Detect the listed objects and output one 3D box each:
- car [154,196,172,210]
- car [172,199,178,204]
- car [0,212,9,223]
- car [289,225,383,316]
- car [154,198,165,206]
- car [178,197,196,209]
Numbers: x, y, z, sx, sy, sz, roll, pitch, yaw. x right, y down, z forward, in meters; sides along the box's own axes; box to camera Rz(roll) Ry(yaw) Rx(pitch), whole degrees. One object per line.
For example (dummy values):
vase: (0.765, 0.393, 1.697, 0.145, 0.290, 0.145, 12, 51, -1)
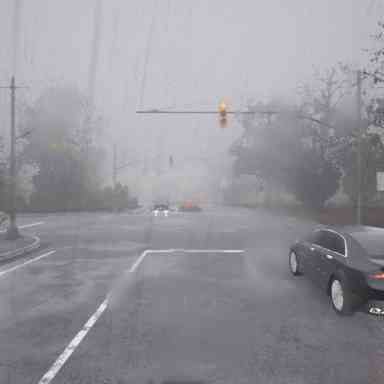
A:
car: (-3.950, 1.626, 43.602, 2.033, 1.411, 5.357, 0, -1, -3)
car: (-4.326, 2.432, 83.214, 1.895, 1.301, 4.718, 0, -1, -22)
car: (-15.462, 1.675, 23.090, 4.718, 1.301, 1.895, -1, 0, -3)
car: (3.602, 1.505, 7.477, 1.837, 1.490, 4.892, 0, 0, 1)
car: (-6.304, 1.961, 64.385, 1.837, 1.490, 4.892, 0, -1, -10)
car: (-0.549, 1.479, 47.965, 2.097, 1.767, 4.553, 0, -1, -3)
